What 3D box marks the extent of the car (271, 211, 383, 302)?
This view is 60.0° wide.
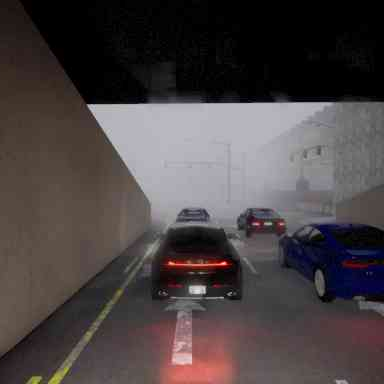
[{"bbox_3d":[3.604,1.478,8.362,1.882,1.535,5.008,0,0,0],"label":"car"}]

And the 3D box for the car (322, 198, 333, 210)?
[{"bbox_3d":[17.611,1.452,40.675,4.974,1.542,2.038,0,0,-45],"label":"car"}]

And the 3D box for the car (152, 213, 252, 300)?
[{"bbox_3d":[0.105,1.505,8.380,1.837,1.490,4.892,0,0,0],"label":"car"}]

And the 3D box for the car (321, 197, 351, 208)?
[{"bbox_3d":[17.648,1.295,40.712,4.536,1.218,1.853,0,0,-45],"label":"car"}]

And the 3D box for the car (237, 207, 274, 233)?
[{"bbox_3d":[3.632,1.547,18.114,2.033,1.411,5.357,0,0,0],"label":"car"}]

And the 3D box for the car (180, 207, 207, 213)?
[{"bbox_3d":[0.099,1.547,18.126,2.033,1.411,5.357,0,0,3],"label":"car"}]
